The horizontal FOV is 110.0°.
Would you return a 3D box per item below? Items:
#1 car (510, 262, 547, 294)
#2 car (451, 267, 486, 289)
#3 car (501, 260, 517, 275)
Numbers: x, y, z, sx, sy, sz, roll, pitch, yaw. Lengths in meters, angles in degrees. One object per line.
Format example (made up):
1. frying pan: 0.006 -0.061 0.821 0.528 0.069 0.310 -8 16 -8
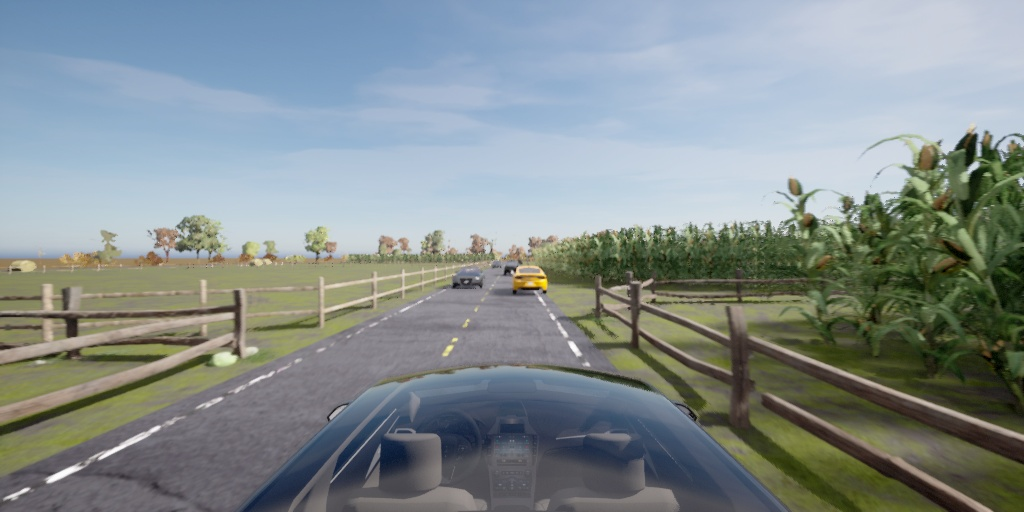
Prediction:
1. car: 0.960 1.325 21.242 1.882 1.535 5.008 0 0 0
2. car: -2.850 1.427 24.319 1.994 1.385 4.181 0 0 0
3. car: 0.020 1.431 42.283 1.882 1.535 5.008 0 0 1
